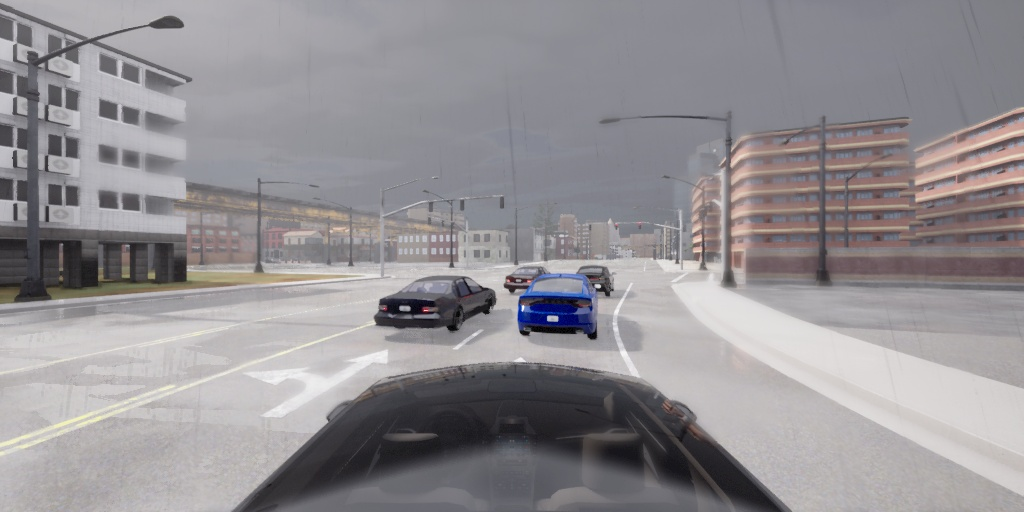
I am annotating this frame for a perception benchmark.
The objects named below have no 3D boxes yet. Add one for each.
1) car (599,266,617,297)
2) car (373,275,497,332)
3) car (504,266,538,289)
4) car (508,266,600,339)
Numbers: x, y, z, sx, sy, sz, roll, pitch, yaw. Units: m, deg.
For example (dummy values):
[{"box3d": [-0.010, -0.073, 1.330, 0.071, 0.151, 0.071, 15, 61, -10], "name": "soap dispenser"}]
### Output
[{"box3d": [4.416, 1.255, 19.210, 1.837, 1.490, 4.892, 0, 0, 19], "name": "car"}, {"box3d": [-1.977, 1.297, 10.976, 2.033, 1.411, 5.357, 0, 0, 13], "name": "car"}, {"box3d": [1.189, 1.297, 20.539, 2.033, 1.411, 5.357, 0, 0, 20], "name": "car"}, {"box3d": [1.485, 1.228, 10.288, 1.882, 1.535, 5.008, 0, 0, 14], "name": "car"}]
